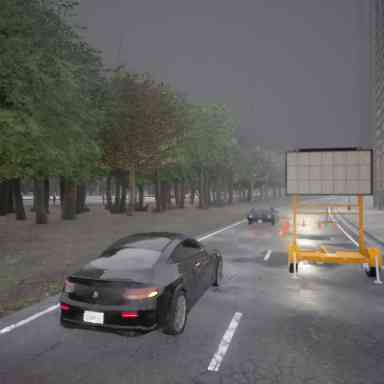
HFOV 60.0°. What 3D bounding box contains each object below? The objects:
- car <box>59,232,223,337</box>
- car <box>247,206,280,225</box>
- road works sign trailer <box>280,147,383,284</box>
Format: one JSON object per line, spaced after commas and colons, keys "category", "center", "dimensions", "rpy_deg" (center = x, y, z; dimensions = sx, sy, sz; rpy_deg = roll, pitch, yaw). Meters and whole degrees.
{"category": "car", "center": [-0.656, 1.538, 6.720], "dimensions": [1.812, 1.442, 4.674], "rpy_deg": [0, 0, 17]}
{"category": "car", "center": [5.486, 1.731, 25.106], "dimensions": [1.895, 1.301, 4.718], "rpy_deg": [0, 0, 20]}
{"category": "road works sign trailer", "center": [3.998, 0.503, 9.904], "dimensions": [2.380, 3.560, 2.880], "rpy_deg": [0, 0, 12]}
